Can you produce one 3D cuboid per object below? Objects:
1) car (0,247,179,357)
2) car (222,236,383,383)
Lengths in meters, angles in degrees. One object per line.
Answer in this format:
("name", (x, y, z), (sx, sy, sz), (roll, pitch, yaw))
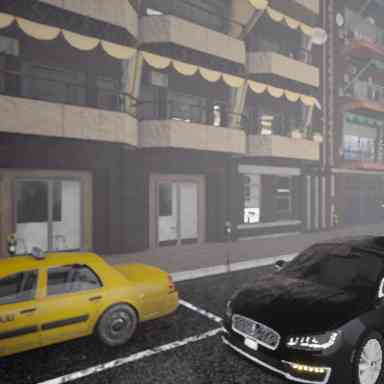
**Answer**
("car", (-2.507, 1.528, 4.777), (4.829, 1.417, 1.752), (0, 0, -36))
("car", (2.662, 1.526, 5.283), (4.892, 1.490, 1.837), (0, 0, -36))
